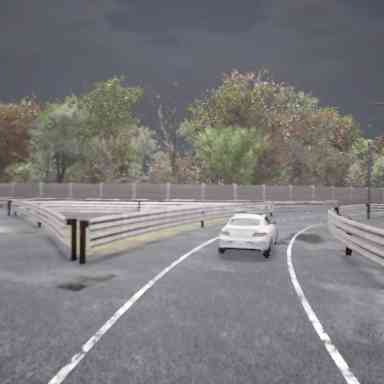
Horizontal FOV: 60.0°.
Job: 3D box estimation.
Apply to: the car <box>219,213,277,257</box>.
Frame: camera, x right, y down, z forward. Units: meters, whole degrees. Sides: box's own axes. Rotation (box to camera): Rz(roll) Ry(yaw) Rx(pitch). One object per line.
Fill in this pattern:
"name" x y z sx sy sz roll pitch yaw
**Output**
"car" 2.315 1.550 13.162 1.812 1.442 4.674 0 0 18
